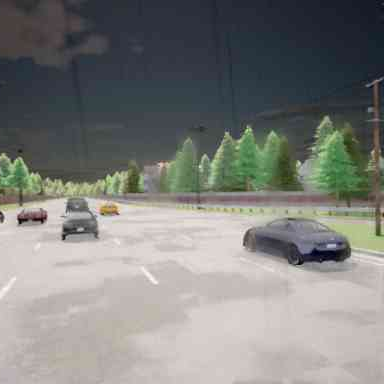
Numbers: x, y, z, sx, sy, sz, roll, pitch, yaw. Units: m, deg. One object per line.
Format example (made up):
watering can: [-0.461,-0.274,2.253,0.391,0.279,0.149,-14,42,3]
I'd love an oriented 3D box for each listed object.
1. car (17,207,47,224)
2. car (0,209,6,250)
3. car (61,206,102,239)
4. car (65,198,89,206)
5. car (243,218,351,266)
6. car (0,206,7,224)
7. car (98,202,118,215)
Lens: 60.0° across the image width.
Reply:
car: [-13.389,1.959,28.127,1.895,1.301,4.718,0,0,-20]
car: [-6.140,1.345,7.741,2.150,2.045,5.566,0,-1,-20]
car: [-6.369,1.737,18.845,1.812,1.442,4.674,0,0,-20]
car: [-12.045,1.617,34.770,2.150,2.045,5.566,0,0,-20]
car: [3.526,1.615,11.905,1.994,1.385,4.181,0,0,-20]
car: [-16.944,1.958,27.678,1.994,1.385,4.181,0,0,-20]
car: [-9.893,1.883,39.190,1.882,1.535,5.008,0,0,-20]
